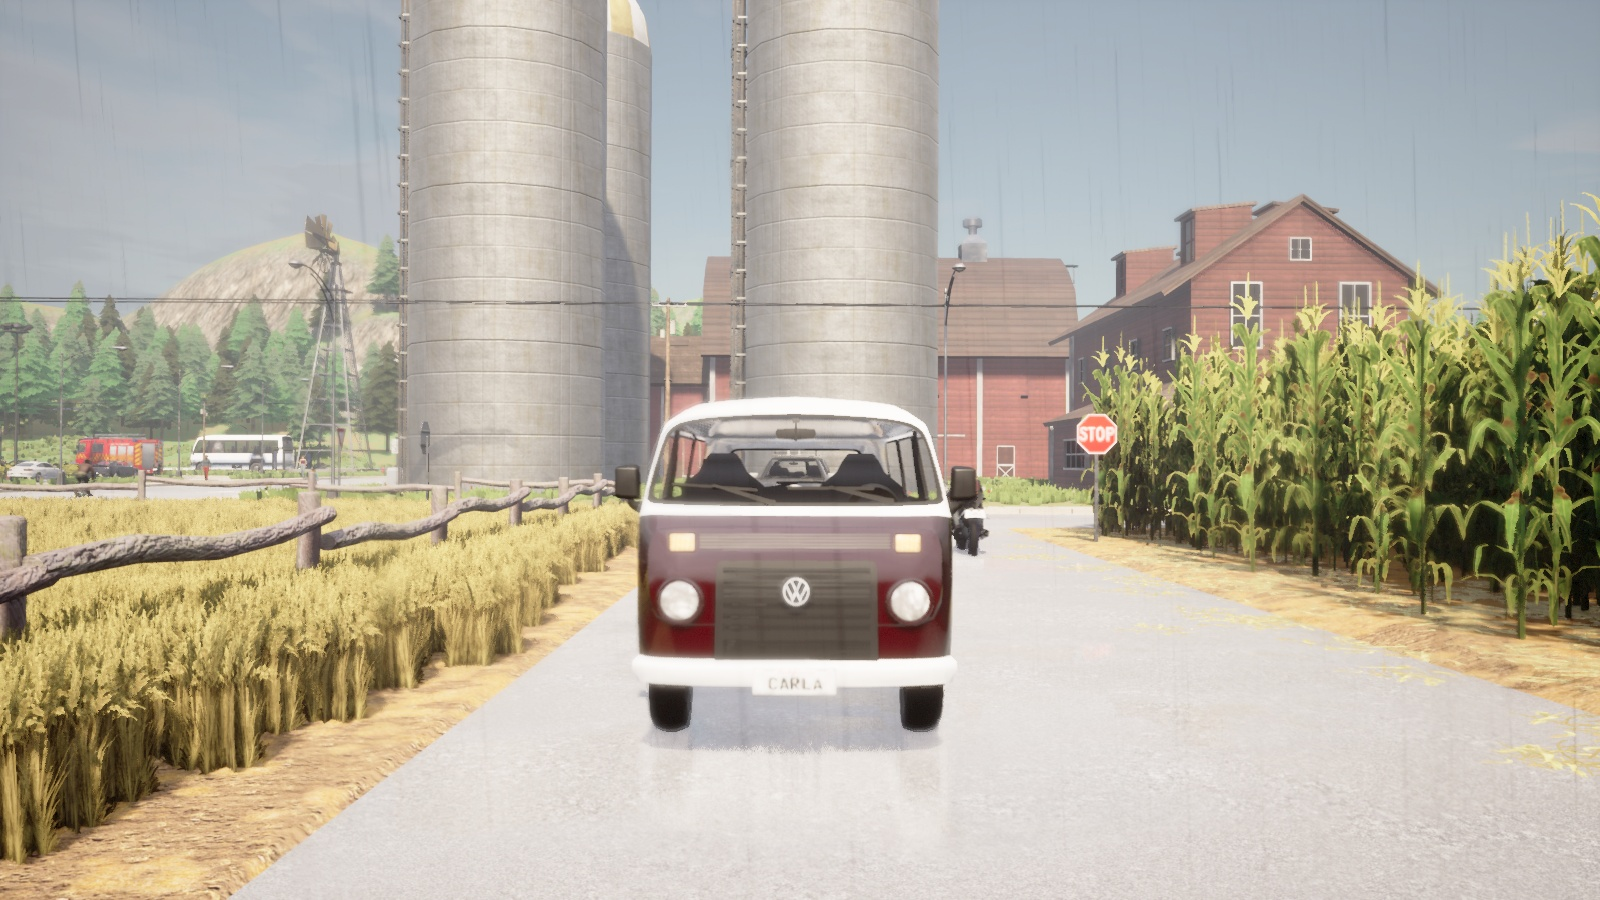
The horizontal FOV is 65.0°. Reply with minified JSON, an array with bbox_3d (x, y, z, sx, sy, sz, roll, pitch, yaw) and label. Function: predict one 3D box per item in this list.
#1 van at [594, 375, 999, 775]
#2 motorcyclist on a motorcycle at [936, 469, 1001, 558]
[{"bbox_3d":[-0.026,0.666,8.667,2.069,2.038,4.480,0,-1,0],"label":"van"},{"bbox_3d":[3.035,1.116,22.832,0.866,1.530,2.191,0,-1,0],"label":"motorcyclist on a motorcycle"}]
